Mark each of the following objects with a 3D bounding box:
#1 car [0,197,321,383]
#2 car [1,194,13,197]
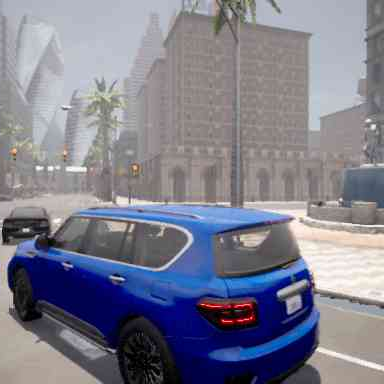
[{"bbox_3d":[-0.909,1.211,5.237,5.566,2.045,2.150,1,1,43],"label":"car"},{"bbox_3d":[-39.125,1.258,70.346,2.161,1.482,4.786,0,0,-18],"label":"car"}]
